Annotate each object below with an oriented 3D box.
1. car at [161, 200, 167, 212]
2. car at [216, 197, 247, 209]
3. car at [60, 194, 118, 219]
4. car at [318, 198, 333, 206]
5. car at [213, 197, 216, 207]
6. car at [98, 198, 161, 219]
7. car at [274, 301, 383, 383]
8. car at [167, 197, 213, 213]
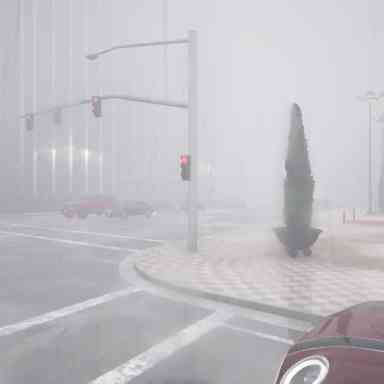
[{"bbox_3d":[-3.241,1.564,38.095,1.994,1.385,4.181,0,0,35],"label":"car"},{"bbox_3d":[5.670,1.491,44.749,2.128,1.511,4.902,0,0,35],"label":"car"},{"bbox_3d":[-8.944,1.221,29.907,2.150,2.045,5.566,0,0,35],"label":"car"},{"bbox_3d":[22.573,1.601,56.451,1.895,1.301,4.718,0,0,34],"label":"car"},{"bbox_3d":[2.586,1.478,46.446,1.882,1.535,5.008,0,0,35],"label":"car"},{"bbox_3d":[-5.349,1.492,28.958,2.128,1.511,4.902,0,0,35],"label":"car"},{"bbox_3d":[2.793,1.352,1.978,4.553,1.767,2.097,0,0,36],"label":"car"},{"bbox_3d":[-0.139,1.492,36.431,2.128,1.511,4.902,0,0,35],"label":"car"}]
